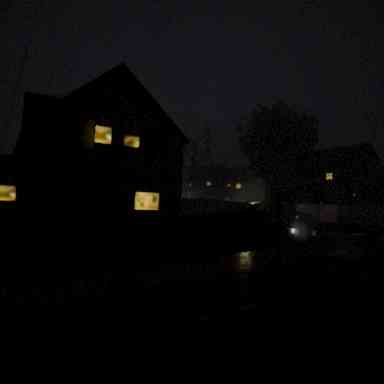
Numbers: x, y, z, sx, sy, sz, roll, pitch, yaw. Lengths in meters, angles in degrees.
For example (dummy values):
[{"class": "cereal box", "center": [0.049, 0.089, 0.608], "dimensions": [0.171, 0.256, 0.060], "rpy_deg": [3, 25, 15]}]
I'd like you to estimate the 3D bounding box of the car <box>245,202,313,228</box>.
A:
[{"class": "car", "center": [5.228, 1.398, 21.056], "dimensions": [1.882, 1.535, 5.008], "rpy_deg": [3, -2, -33]}]
